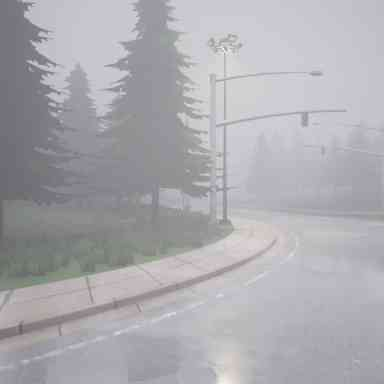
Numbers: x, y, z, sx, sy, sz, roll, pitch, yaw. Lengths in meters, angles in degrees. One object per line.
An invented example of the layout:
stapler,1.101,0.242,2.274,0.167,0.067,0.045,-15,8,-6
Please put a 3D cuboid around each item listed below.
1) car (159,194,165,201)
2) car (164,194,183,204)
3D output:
car,-7.119,1.186,75.170,2.150,2.045,5.566,0,0,-21
car,-3.236,1.547,65.433,2.033,1.411,5.357,0,0,-21
